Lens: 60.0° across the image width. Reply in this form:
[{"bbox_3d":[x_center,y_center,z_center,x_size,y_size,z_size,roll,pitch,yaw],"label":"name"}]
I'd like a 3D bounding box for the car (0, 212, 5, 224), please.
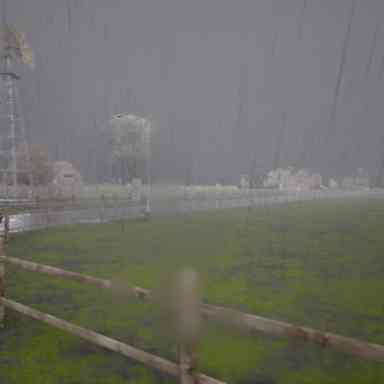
[{"bbox_3d":[-13.015,1.317,18.324,1.837,1.490,4.892,2,2,35],"label":"car"}]
